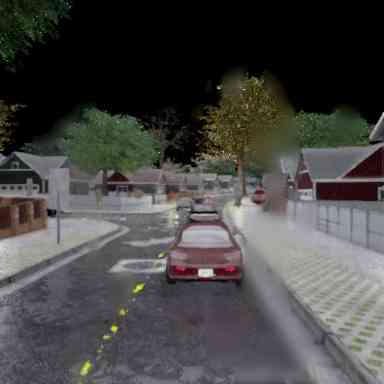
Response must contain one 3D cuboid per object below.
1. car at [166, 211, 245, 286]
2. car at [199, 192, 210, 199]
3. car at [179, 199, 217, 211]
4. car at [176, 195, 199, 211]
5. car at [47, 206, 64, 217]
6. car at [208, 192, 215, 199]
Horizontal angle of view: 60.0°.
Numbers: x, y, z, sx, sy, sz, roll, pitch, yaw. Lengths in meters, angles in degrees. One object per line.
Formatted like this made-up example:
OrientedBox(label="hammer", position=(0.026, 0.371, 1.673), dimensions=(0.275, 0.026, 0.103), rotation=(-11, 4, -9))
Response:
OrientedBox(label="car", position=(0.358, 1.494, 9.188), dimensions=(1.812, 1.442, 4.674), rotation=(0, 0, 2))
OrientedBox(label="car", position=(1.080, 1.223, 51.984), dimensions=(2.033, 1.411, 5.357), rotation=(0, 1, 8))
OrientedBox(label="car", position=(0.531, 1.423, 20.054), dimensions=(2.128, 1.511, 4.902), rotation=(0, 0, -4))
OrientedBox(label="car", position=(-0.618, 1.326, 38.115), dimensions=(1.837, 1.490, 4.892), rotation=(0, 1, 7))
OrientedBox(label="car", position=(-12.186, 1.280, 24.927), dimensions=(4.718, 1.301, 1.895), rotation=(1, 0, 4))
OrientedBox(label="car", position=(3.485, 0.857, 67.009), dimensions=(2.097, 1.767, 4.553), rotation=(0, 1, 10))
